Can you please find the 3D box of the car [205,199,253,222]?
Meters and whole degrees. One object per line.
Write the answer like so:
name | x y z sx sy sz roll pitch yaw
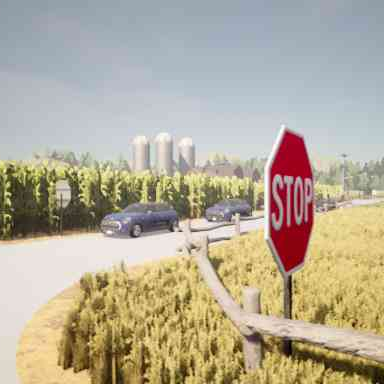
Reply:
car | 2.923 1.366 25.923 2.097 1.767 4.553 0 0 36

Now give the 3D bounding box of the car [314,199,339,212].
car | 15.258 1.502 37.624 2.128 1.511 4.902 0 0 35

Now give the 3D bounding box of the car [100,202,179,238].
car | -2.718 1.366 17.989 2.097 1.767 4.553 0 0 35
